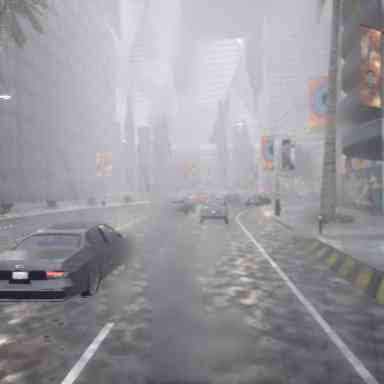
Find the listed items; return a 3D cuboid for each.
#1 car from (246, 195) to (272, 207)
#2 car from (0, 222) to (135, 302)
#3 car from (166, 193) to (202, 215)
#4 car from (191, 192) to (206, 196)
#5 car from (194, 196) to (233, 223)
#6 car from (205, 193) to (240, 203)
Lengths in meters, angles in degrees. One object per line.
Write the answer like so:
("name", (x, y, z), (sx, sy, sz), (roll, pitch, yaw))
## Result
("car", (7.994, 0.987, 39.505), (1.994, 1.385, 4.181), (0, 1, 34))
("car", (-2.864, 1.470, 8.320), (2.033, 1.411, 5.357), (-1, 1, 3))
("car", (-0.854, 1.138, 28.686), (2.128, 1.511, 4.902), (-1, 1, 13))
("car", (0.557, 0.749, 47.427), (2.097, 1.767, 4.553), (0, 1, 38))
("car", (1.580, 1.245, 22.705), (2.033, 1.411, 5.357), (0, 1, 6))
("car", (4.707, 0.908, 47.076), (2.033, 1.411, 5.357), (0, 1, 41))
